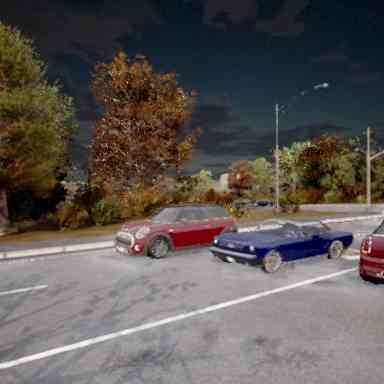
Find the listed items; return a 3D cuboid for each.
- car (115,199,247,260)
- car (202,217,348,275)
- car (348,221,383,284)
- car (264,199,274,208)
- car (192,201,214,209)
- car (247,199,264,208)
[{"bbox_3d":[-0.472,1.261,12.192,4.553,1.767,2.097,-1,1,-35],"label":"car"},{"bbox_3d":[2.859,1.490,10.260,4.718,1.301,1.895,-1,1,-35],"label":"car"},{"bbox_3d":[6.068,1.227,8.003,4.553,1.767,2.097,-1,1,-35],"label":"car"},{"bbox_3d":[11.181,1.780,50.346,1.895,1.301,4.718,-1,-2,-32],"label":"car"},{"bbox_3d":[2.081,2.544,65.131,1.882,1.535,5.008,-1,-2,-31],"label":"car"},{"bbox_3d":[7.738,1.754,49.255,2.128,1.511,4.902,-1,-2,-32],"label":"car"}]
